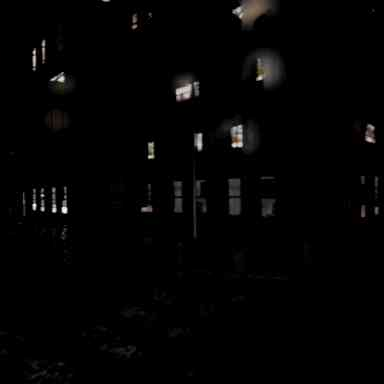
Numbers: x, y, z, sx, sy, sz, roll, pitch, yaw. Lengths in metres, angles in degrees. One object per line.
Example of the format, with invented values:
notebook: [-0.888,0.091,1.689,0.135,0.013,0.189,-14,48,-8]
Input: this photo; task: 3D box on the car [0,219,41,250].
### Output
car: [-8.838,1.974,16.333,1.802,1.307,4.206,-2,0,-44]
